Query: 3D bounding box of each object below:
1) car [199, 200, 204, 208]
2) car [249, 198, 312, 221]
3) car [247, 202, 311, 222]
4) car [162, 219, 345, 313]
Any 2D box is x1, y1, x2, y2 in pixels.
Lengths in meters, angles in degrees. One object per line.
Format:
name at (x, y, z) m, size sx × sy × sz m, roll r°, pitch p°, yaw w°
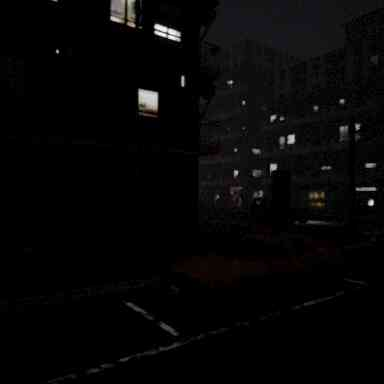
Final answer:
car at (0.125, 1.646, 48.788) m, size 1.802 × 1.307 × 4.206 m, roll 1°, pitch 0°, yaw -36°
car at (6.632, 1.392, 25.521) m, size 2.192 × 1.841 × 5.009 m, roll 1°, pitch 0°, yaw -36°
car at (7.395, 1.633, 28.874) m, size 2.033 × 1.411 × 5.357 m, roll 0°, pitch 0°, yaw -36°
car at (1.633, 1.562, 7.727) m, size 4.829 × 1.417 × 1.752 m, roll 0°, pitch 0°, yaw -36°
